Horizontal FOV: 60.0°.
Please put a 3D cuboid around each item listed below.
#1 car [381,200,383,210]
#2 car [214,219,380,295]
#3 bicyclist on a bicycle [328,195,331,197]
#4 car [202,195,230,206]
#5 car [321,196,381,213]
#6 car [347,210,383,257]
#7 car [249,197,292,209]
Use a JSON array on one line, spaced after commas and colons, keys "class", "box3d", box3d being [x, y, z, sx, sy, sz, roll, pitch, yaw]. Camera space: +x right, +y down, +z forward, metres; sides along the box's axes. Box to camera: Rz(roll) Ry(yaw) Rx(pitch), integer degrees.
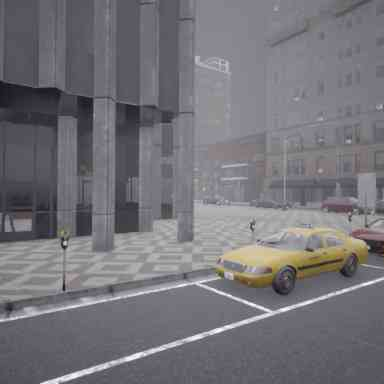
[{"class": "car", "box3d": [17.971, 1.440, 31.113, 2.033, 1.411, 5.357, 1, 0, -29]}, {"class": "car", "box3d": [2.779, 1.527, 8.732, 4.829, 1.417, 1.752, 0, 1, -35]}, {"class": "bicyclist on a bicycle", "box3d": [16.339, 1.159, 39.468, 1.656, 1.620, 0.582, 0, 0, -35]}, {"class": "car", "box3d": [3.393, 1.161, 47.036, 2.128, 1.511, 4.902, 1, 0, -35]}, {"class": "car", "box3d": [14.569, 1.198, 31.145, 2.097, 1.767, 4.553, 1, 0, -35]}, {"class": "car", "box3d": [7.498, 1.547, 12.095, 4.507, 1.381, 1.887, 0, 1, -35]}, {"class": "car", "box3d": [9.062, 1.307, 38.965, 2.033, 1.411, 5.357, 1, 0, -35]}]
